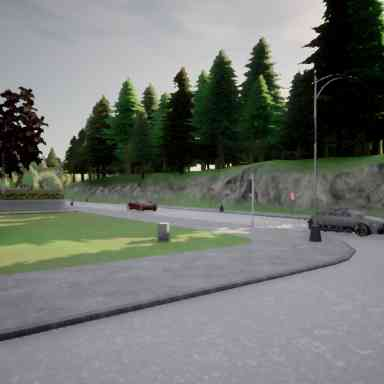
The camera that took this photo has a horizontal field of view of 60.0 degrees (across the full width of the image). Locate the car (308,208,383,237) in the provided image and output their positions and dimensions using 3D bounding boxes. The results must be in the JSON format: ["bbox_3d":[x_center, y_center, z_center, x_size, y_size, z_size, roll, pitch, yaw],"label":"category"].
[{"bbox_3d":[8.423,1.566,17.989,1.994,1.385,4.181,0,0,-35],"label":"car"}]

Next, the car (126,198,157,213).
[{"bbox_3d":[-5.750,1.473,37.863,1.882,1.535,5.008,0,0,-35],"label":"car"}]
